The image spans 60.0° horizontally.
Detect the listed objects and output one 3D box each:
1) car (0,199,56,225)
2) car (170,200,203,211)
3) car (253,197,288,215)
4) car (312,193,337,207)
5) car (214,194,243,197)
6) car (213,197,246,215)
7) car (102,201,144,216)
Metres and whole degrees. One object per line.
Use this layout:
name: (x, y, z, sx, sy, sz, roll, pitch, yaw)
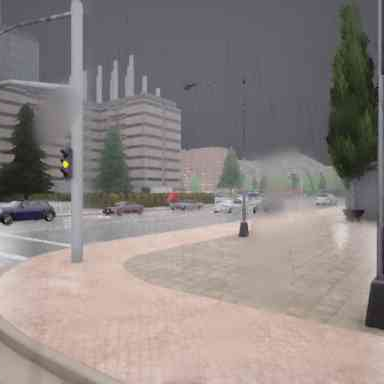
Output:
car: (-12.480, 1.351, 24.376, 2.097, 1.767, 4.553, 0, 0, 36)
car: (-0.665, 1.600, 40.619, 1.895, 1.301, 4.718, 0, 0, 36)
car: (7.986, 1.563, 34.333, 1.994, 1.385, 4.181, 0, 0, 36)
car: (21.360, 1.221, 52.723, 2.150, 2.045, 5.566, 0, 0, 36)
car: (5.484, 1.504, 49.009, 1.837, 1.490, 4.892, 0, 0, 37)
car: (3.967, 1.525, 34.754, 1.812, 1.442, 4.674, 0, 0, 36)
car: (-6.636, 1.563, 32.426, 1.994, 1.385, 4.181, 0, 0, 36)
